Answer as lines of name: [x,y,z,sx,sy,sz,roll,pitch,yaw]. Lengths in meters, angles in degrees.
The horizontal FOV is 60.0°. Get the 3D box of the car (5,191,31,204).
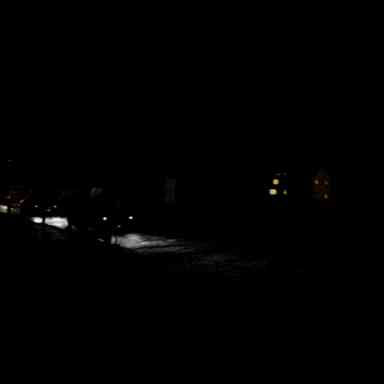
car: [-22.520,0.717,42.999,1.882,1.535,5.008,1,0,-41]

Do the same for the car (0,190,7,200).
car: [-31.255,0.471,53.105,2.128,1.511,4.902,1,0,-40]

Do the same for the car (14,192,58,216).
car: [-12.245,1.037,26.583,2.128,1.511,4.902,1,0,-41]

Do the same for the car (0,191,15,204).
car: [-22.575,0.597,38.599,2.097,1.767,4.553,1,0,-40]

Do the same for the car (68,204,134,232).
car: [-5.092,1.354,18.294,1.895,1.301,4.718,1,0,-41]
